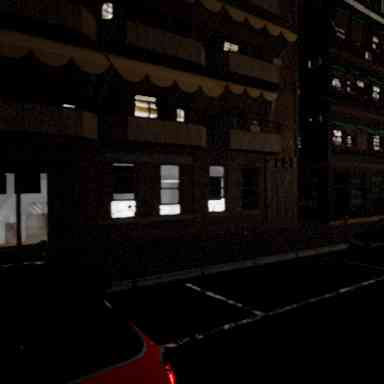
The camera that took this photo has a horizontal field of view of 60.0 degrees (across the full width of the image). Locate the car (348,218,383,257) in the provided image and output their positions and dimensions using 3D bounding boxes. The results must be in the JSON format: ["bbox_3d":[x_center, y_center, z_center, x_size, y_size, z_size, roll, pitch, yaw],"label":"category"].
[{"bbox_3d":[7.227,1.555,11.683,4.206,1.307,1.802,0,-1,-35],"label":"car"}]

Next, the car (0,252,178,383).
[{"bbox_3d":[-2.276,1.354,1.746,4.553,1.767,2.097,0,0,-35],"label":"car"}]
